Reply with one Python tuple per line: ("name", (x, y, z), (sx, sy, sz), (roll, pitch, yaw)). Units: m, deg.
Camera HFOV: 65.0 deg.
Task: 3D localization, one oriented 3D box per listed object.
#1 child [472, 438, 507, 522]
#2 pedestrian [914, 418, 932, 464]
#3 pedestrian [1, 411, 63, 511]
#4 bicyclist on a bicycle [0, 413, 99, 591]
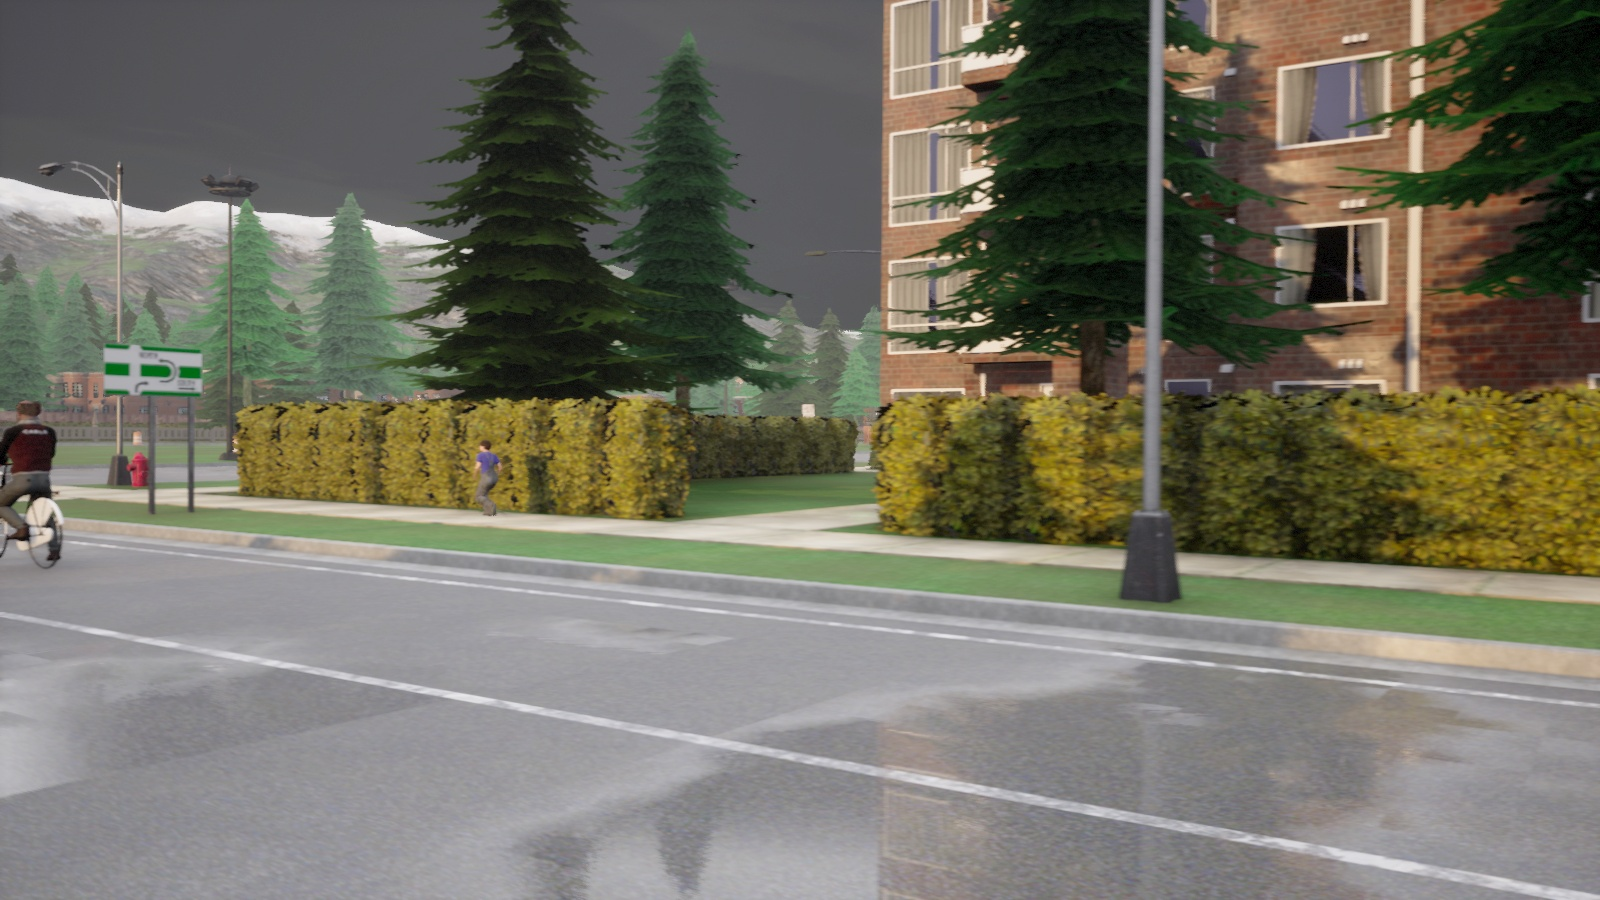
("child", (-4.724, 0.447, 19.113), (0.437, 1.263, 0.270), (0, 1, 31))
("pedestrian", (5.200, -0.387, 53.207), (0.423, 1.949, 0.788), (0, 1, 34))
("pedestrian", (-14.839, 0.201, 24.268), (0.563, 1.883, 0.849), (0, 1, 38))
("bicyclist on a bicycle", (-8.265, 0.510, 13.314), (1.843, 1.776, 0.659), (0, 1, 34))
